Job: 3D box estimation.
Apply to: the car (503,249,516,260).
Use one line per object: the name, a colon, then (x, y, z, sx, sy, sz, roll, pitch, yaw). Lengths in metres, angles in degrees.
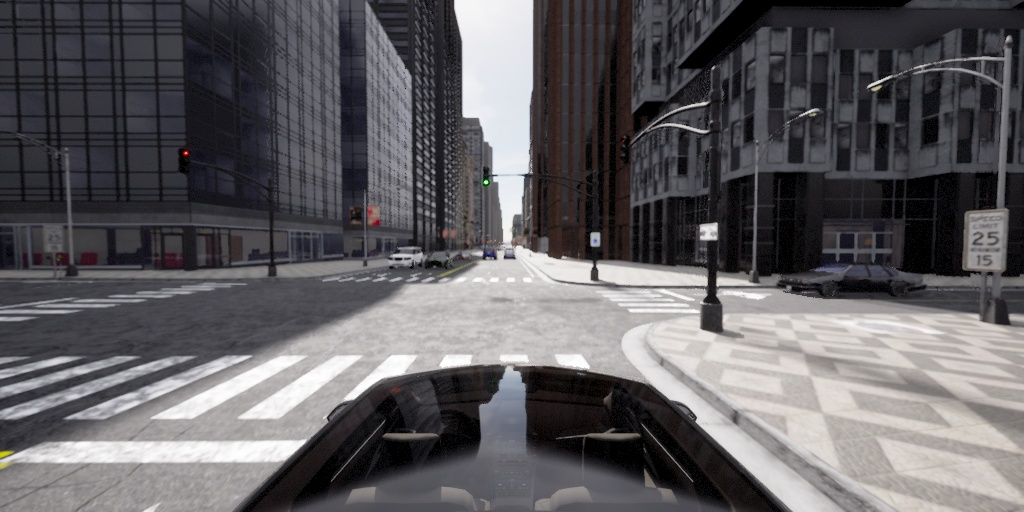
car: (-0.409, -0.108, 59.336, 1.994, 1.385, 4.181, 0, 1, 0)

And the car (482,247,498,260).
car: (-3.656, -0.440, 58.919, 2.150, 2.045, 5.566, 0, 1, 0)

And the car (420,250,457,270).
car: (-6.814, 0.312, 33.772, 2.097, 1.767, 4.553, 0, 1, 0)

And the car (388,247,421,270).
car: (-10.067, 0.164, 34.403, 2.150, 2.045, 5.566, 0, 2, 0)

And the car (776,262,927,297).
car: (14.861, 0.997, 15.819, 5.357, 1.411, 2.033, 0, 2, -1)

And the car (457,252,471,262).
car: (-6.905, 0.105, 50.770, 1.994, 1.385, 4.181, 0, 1, 0)
